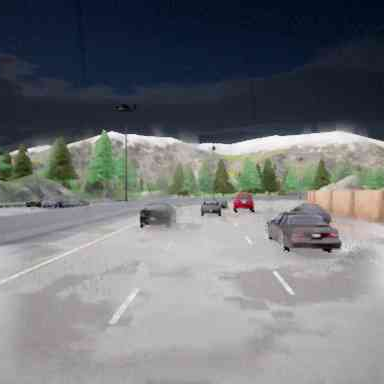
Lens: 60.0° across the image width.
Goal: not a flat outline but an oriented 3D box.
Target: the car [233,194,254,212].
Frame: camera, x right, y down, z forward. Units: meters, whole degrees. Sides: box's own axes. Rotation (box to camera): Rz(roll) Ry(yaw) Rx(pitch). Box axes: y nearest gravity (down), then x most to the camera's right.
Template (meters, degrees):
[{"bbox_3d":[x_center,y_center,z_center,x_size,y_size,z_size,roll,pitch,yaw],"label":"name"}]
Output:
[{"bbox_3d":[5.894,1.214,37.971,2.150,2.045,5.566,0,0,7],"label":"car"}]

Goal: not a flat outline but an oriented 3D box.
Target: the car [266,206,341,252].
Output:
[{"bbox_3d":[4.403,1.545,13.914,2.033,1.411,5.357,0,0,3],"label":"car"}]

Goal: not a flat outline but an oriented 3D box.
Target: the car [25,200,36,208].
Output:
[{"bbox_3d":[-21.126,1.596,46.604,1.895,1.301,4.718,0,0,10],"label":"car"}]

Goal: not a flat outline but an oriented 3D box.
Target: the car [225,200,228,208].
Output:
[{"bbox_3d":[3.668,1.557,44.722,1.994,1.385,4.181,0,0,12],"label":"car"}]

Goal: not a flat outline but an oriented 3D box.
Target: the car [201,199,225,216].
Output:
[{"bbox_3d":[1.885,1.487,32.383,2.128,1.511,4.902,0,0,4],"label":"car"}]

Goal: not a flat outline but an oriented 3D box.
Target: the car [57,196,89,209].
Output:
[{"bbox_3d":[-14.750,1.559,42.253,1.994,1.385,4.181,0,0,9],"label":"car"}]

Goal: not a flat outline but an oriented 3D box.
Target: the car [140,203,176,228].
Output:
[{"bbox_3d":[-2.182,1.474,22.280,1.882,1.535,5.008,0,0,3],"label":"car"}]

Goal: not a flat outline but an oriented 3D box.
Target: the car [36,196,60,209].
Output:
[{"bbox_3d":[-17.973,1.345,44.188,2.097,1.767,4.553,0,0,10],"label":"car"}]

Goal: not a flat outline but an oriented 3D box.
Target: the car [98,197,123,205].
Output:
[{"bbox_3d":[-10.859,1.486,44.476,2.128,1.511,4.902,0,0,10],"label":"car"}]

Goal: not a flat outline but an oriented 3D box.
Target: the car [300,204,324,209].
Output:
[{"bbox_3d":[8.414,1.559,23.906,1.994,1.385,4.181,0,0,3],"label":"car"}]
